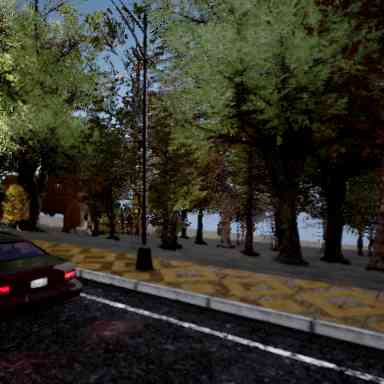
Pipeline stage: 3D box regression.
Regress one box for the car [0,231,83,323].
[{"bbox_3d":[-4.565,1.544,6.920,5.357,1.411,2.033,0,0,35],"label":"car"}]
